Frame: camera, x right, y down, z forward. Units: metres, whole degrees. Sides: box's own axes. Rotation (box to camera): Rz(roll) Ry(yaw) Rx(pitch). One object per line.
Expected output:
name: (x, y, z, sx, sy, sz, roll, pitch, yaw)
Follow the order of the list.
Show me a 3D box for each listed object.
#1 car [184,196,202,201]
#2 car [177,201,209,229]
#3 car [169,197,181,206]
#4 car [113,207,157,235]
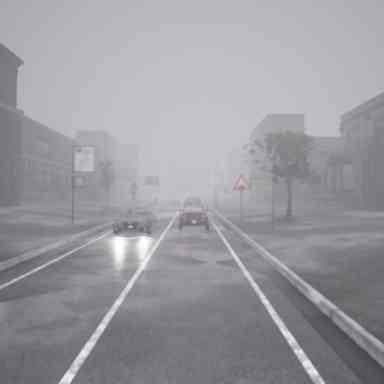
car: (0.115, 1.301, 38.906, 2.097, 1.767, 4.553, 0, 0, 0)
car: (0.109, 1.506, 21.192, 1.812, 1.442, 4.674, 0, 0, 0)
car: (-3.020, 1.672, 59.173, 1.812, 1.442, 4.674, 0, -1, 1)
car: (-3.091, 1.549, 18.684, 1.994, 1.385, 4.181, 0, 0, 0)
